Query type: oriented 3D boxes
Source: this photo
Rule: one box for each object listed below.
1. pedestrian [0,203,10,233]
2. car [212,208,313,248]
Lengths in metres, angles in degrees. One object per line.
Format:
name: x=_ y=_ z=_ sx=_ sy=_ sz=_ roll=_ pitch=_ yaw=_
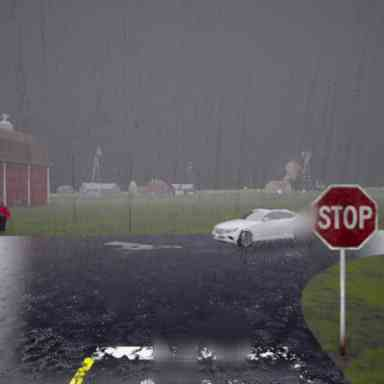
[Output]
pedestrian: x=-11.182 y=1.492 z=19.679 sx=0.375 sy=1.860 sz=0.375 roll=0 pitch=0 yaw=4
car: x=3.133 y=1.459 z=14.498 sx=4.674 sy=1.442 sz=1.812 roll=-1 pitch=-1 yaw=-24
